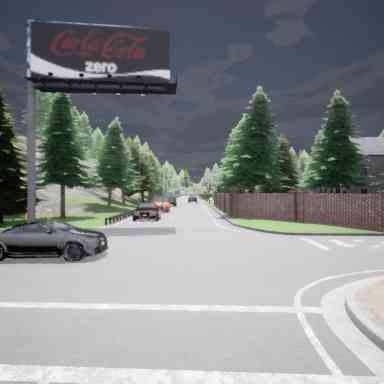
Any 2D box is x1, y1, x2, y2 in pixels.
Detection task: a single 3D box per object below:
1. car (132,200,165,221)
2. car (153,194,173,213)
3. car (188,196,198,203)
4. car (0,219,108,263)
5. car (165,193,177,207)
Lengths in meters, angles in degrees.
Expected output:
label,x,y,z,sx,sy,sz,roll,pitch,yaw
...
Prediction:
label,x,y,z,sx,sy,sz,roll,pitch,yaw
car,-3.553,1.564,26.821,1.994,1.385,4.181,0,0,-1
car,-3.574,1.353,36.913,2.097,1.767,4.553,0,0,0
car,0.150,1.504,68.786,1.837,1.490,4.892,0,0,0
car,-5.286,1.726,12.243,4.181,1.385,1.994,0,0,0
car,-3.542,1.217,51.570,2.150,2.045,5.566,0,1,0
